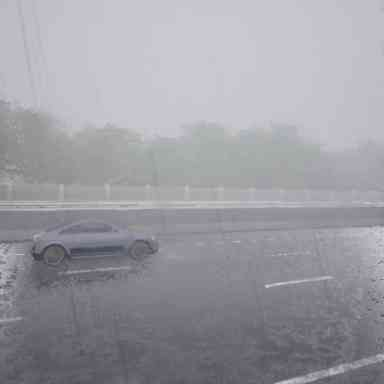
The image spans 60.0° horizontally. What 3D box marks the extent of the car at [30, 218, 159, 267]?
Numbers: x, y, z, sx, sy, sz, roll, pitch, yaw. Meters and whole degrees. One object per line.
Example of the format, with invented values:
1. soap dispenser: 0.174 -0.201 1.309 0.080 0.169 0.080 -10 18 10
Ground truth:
1. car: -3.269 1.614 11.498 4.181 1.385 1.994 0 0 -24
